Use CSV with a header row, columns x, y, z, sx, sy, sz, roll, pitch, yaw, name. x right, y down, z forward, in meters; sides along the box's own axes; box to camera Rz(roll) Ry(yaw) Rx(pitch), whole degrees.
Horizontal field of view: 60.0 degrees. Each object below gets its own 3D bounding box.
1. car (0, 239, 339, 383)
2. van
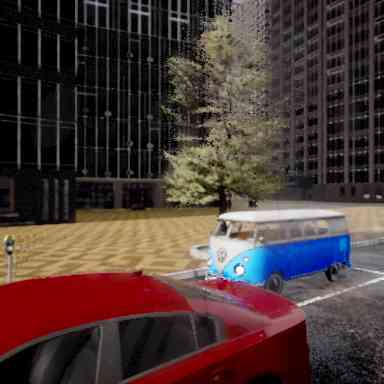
x,y,z,sx,sy,sz,roll,pitch,yaw,name
-1.174,1.478,2.538,5.008,1.535,1.882,0,0,-36,car
2.215,1.345,8.156,3.998,1.788,1.690,0,0,-36,van
